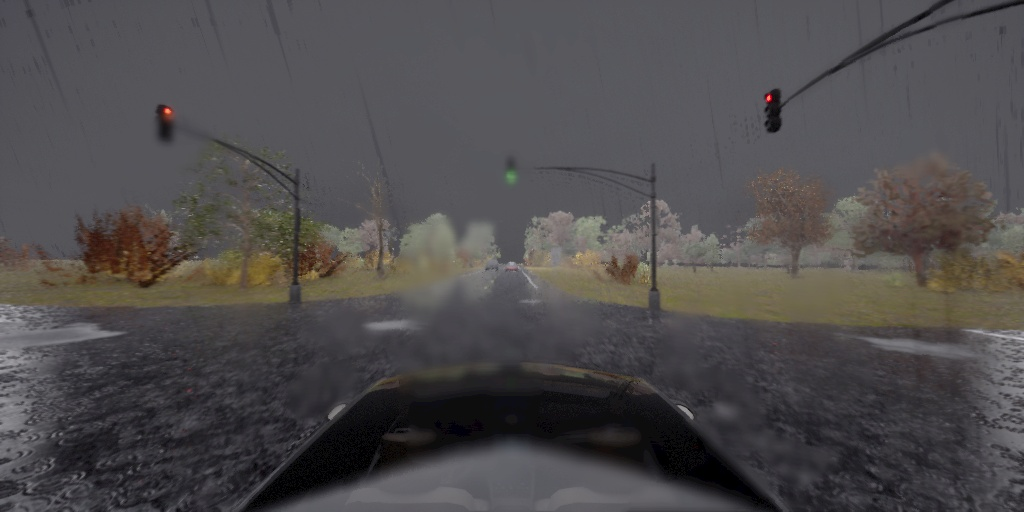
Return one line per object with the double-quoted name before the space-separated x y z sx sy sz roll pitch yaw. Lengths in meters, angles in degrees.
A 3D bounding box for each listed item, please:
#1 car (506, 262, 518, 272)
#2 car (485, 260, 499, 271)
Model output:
"car" -0.020 1.873 59.477 1.994 1.385 4.181 0 -1 0
"car" -3.522 1.681 64.036 2.150 2.045 5.566 0 -1 0
